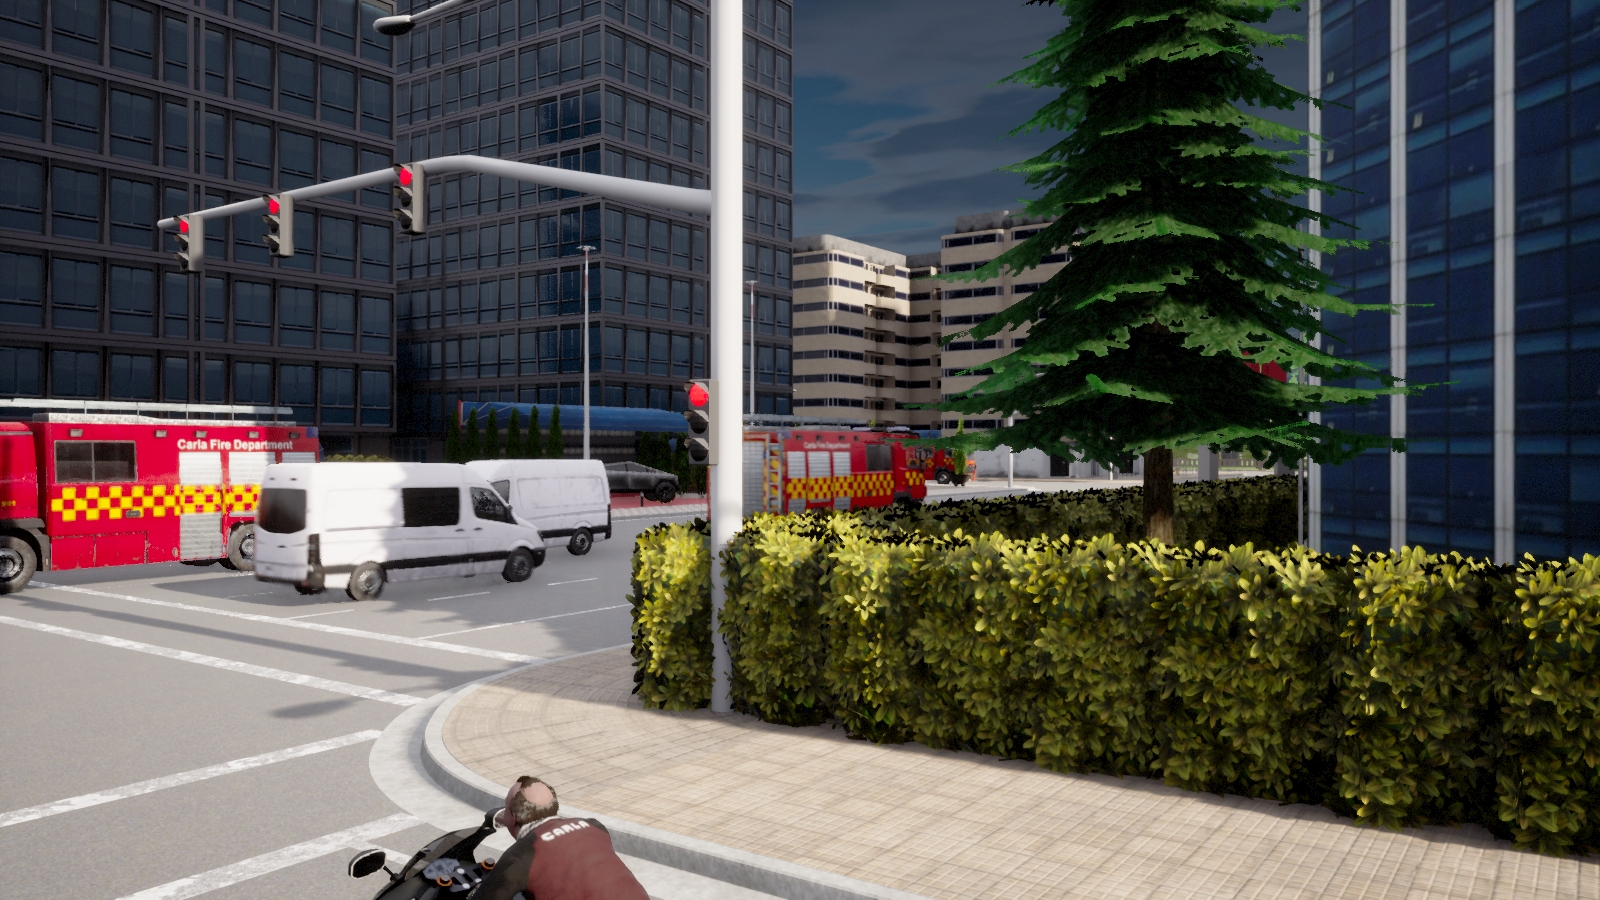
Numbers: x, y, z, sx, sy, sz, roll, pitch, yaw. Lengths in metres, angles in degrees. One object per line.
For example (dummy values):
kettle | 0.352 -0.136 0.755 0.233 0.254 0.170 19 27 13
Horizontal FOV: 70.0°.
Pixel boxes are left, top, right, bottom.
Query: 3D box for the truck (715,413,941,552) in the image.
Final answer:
truck | 1.146 0.889 35.632 2.891 3.827 8.468 0 0 35

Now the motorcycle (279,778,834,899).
motorcycle | -1.027 2.205 4.504 2.209 1.251 0.867 0 0 35

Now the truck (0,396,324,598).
truck | -14.959 0.889 24.598 2.891 3.827 8.468 0 0 34

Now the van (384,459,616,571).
van | -7.573 1.533 29.577 1.988 2.561 5.915 0 0 35

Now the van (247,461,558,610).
van | -7.784 1.533 23.103 1.988 2.561 5.915 0 0 34
